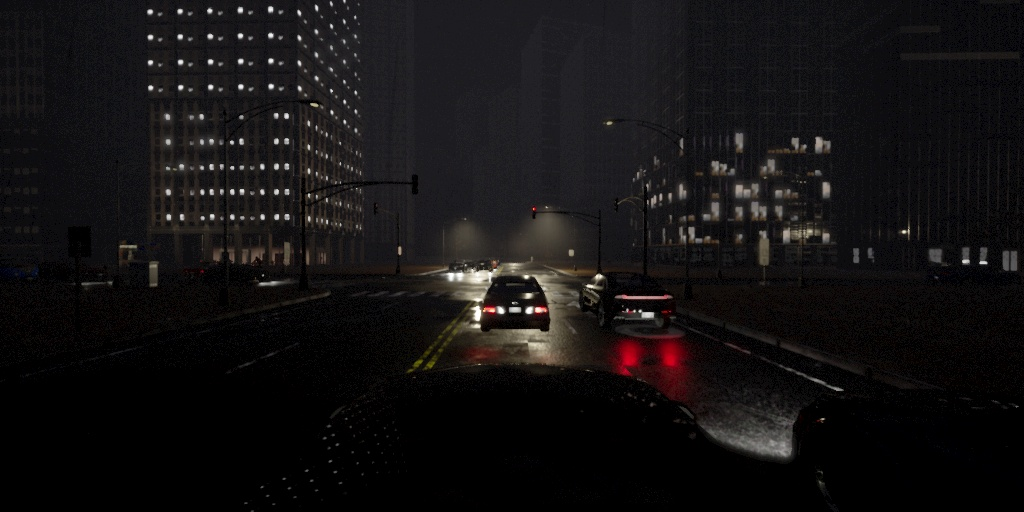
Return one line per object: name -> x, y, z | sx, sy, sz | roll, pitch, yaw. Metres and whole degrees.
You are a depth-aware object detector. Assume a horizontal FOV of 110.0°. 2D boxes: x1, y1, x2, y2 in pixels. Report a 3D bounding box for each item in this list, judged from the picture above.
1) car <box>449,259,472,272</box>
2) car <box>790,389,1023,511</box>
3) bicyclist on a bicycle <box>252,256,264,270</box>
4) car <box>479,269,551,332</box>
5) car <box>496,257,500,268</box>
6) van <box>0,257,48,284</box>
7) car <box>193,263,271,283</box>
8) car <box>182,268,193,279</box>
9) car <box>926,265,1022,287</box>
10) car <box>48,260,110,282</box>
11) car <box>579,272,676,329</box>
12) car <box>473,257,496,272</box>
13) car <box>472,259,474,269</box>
car -> -6.583, 1.189, 44.284 | 2.128, 1.511, 4.902 | 0, 0, 0
car -> 3.350, 1.314, 1.299 | 1.994, 1.385, 4.181 | 0, 0, 0
bicyclist on a bicycle -> -24.701, 0.855, 34.817 | 0.582, 1.620, 1.656 | 0, 1, 1
car -> 0.100, 1.291, 10.813 | 2.033, 1.411, 5.357 | 0, 0, 1
car -> -3.328, 1.026, 54.319 | 2.097, 1.767, 4.553 | 0, 0, 0
van -> -33.932, 0.952, 23.729 | 3.998, 1.789, 1.690 | 0, 0, 1
car -> -19.986, 1.218, 25.964 | 4.181, 1.385, 1.994 | 0, 1, 1
car -> -23.919, 1.208, 29.276 | 4.718, 1.301, 1.895 | 0, 1, 1
car -> 32.152, 1.372, 25.005 | 5.008, 1.535, 1.882 | 0, 1, 1
car -> -32.593, 1.072, 26.280 | 5.008, 1.535, 1.882 | 1, 1, 1
car -> 3.347, 1.234, 11.229 | 2.128, 1.511, 4.902 | 0, 0, 0
car -> -3.335, 1.202, 44.546 | 1.837, 1.490, 4.892 | 0, 0, 0
car -> -6.577, 1.151, 54.809 | 1.882, 1.535, 5.008 | 0, 0, 0
